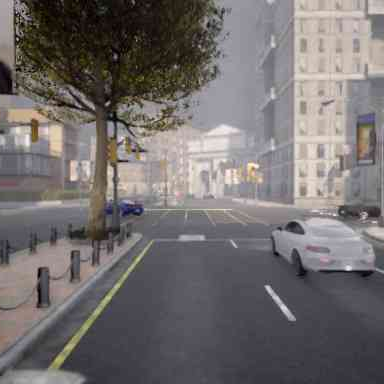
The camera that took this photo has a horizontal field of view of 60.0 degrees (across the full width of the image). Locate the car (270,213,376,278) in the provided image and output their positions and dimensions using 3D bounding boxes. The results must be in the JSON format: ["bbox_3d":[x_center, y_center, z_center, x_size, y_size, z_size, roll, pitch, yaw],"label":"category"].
[{"bbox_3d":[3.631,1.476,9.905,1.812,1.442,4.674,0,0,1],"label":"car"}]

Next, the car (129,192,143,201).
[{"bbox_3d":[-11.508,0.975,68.404,2.097,1.767,4.553,0,0,0],"label":"car"}]

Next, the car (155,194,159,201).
[{"bbox_3d":[-8.008,1.077,68.872,1.837,1.490,4.892,0,0,0],"label":"car"}]

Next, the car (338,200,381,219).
[{"bbox_3d":[13.790,1.349,25.685,5.008,1.535,1.882,0,-1,-13],"label":"car"}]

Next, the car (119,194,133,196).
[{"bbox_3d":[-11.532,1.248,55.448,1.812,1.442,4.674,0,0,0],"label":"car"}]

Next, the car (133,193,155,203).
[{"bbox_3d":[-8.035,1.212,55.761,2.128,1.511,4.902,0,0,0],"label":"car"}]

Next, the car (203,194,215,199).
[{"bbox_3d":[4.156,1.054,82.060,1.994,1.385,4.181,0,0,20],"label":"car"}]

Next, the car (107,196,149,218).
[{"bbox_3d":[-6.376,1.334,28.691,5.008,1.535,1.882,0,0,39],"label":"car"}]

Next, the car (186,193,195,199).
[{"bbox_3d":[-0.414,0.930,82.030,2.128,1.511,4.902,0,0,-8],"label":"car"}]
